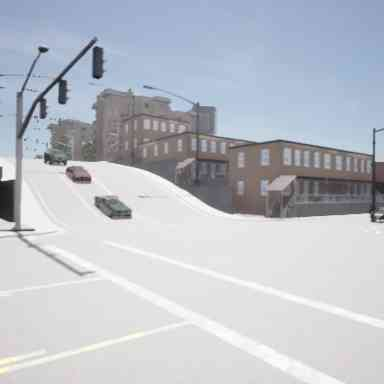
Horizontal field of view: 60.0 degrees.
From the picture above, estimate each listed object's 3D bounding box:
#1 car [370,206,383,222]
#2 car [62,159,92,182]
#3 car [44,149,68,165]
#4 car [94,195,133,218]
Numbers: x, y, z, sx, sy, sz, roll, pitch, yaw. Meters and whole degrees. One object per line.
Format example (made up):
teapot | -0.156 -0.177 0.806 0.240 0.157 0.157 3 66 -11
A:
car | 17.699 1.906 29.501 4.902 1.511 2.128 1 -1 -35
car | -12.667 -2.164 37.249 1.994 1.385 4.181 1 16 -37
car | -18.778 -4.840 45.766 2.150 2.045 5.566 1 8 -35
car | -7.019 1.151 29.565 1.895 1.301 4.718 1 14 -36
